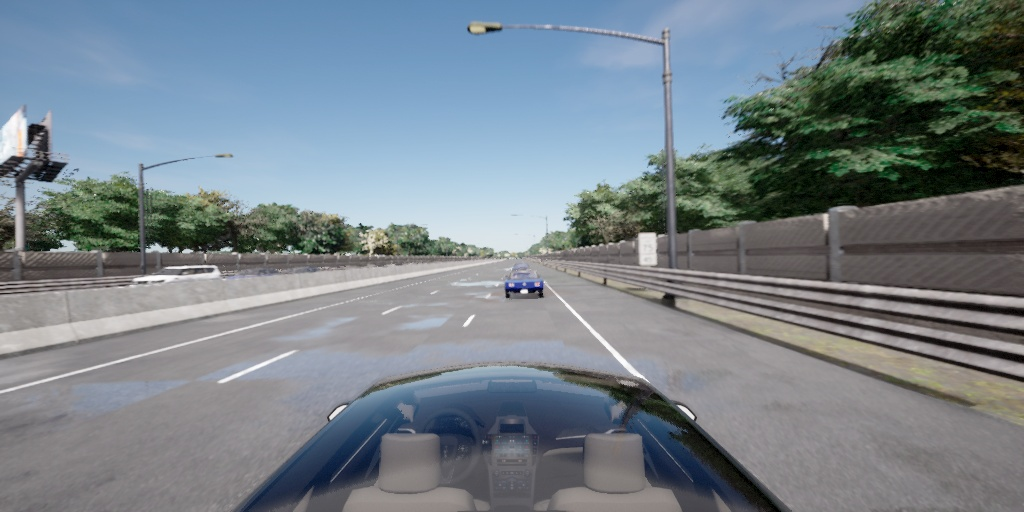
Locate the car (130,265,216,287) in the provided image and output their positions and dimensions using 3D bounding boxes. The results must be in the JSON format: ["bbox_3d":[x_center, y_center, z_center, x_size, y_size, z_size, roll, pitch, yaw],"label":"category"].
[{"bbox_3d":[-23.913,1.746,25.903,2.150,2.045,5.566,-2,0,1],"label":"car"}]

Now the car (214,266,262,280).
[{"bbox_3d":[-20.355,1.781,28.270,2.097,1.767,4.553,-2,0,1],"label":"car"}]

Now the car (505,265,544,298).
[{"bbox_3d":[0.630,1.378,18.907,1.895,1.301,4.718,-2,0,1],"label":"car"}]

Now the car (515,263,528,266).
[{"bbox_3d":[0.980,1.379,35.991,2.033,1.411,5.357,-2,0,1],"label":"car"}]

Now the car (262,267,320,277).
[{"bbox_3d":[-16.856,1.677,28.288,2.097,1.767,4.553,-2,0,1],"label":"car"}]
